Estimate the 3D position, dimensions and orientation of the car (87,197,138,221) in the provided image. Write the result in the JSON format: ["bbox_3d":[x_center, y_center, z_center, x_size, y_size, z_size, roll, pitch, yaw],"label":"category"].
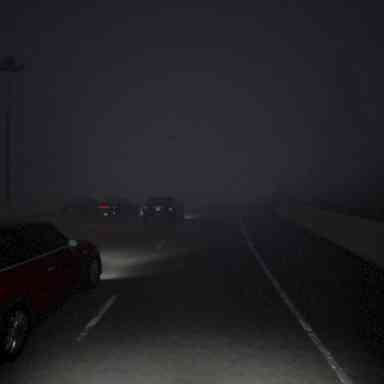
[{"bbox_3d":[-5.192,1.172,23.640,2.128,1.511,4.902,0,1,8],"label":"car"}]

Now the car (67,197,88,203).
[{"bbox_3d":[-8.349,1.110,26.369,1.882,1.535,5.008,0,1,8],"label":"car"}]

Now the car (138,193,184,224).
[{"bbox_3d":[-1.809,1.058,22.453,2.097,1.767,4.553,0,1,7],"label":"car"}]

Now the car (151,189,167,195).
[{"bbox_3d":[-8.628,0.029,86.860,1.882,1.535,5.008,1,1,25],"label":"car"}]

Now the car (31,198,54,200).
[{"bbox_3d":[-19.091,0.894,45.827,2.033,1.411,5.357,0,1,13],"label":"car"}]

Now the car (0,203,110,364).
[{"bbox_3d":[-3.224,1.265,5.925,2.097,1.767,4.553,0,1,2],"label":"car"}]

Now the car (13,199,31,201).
[{"bbox_3d":[-22.375,0.919,47.078,1.895,1.301,4.718,0,1,14],"label":"car"}]
